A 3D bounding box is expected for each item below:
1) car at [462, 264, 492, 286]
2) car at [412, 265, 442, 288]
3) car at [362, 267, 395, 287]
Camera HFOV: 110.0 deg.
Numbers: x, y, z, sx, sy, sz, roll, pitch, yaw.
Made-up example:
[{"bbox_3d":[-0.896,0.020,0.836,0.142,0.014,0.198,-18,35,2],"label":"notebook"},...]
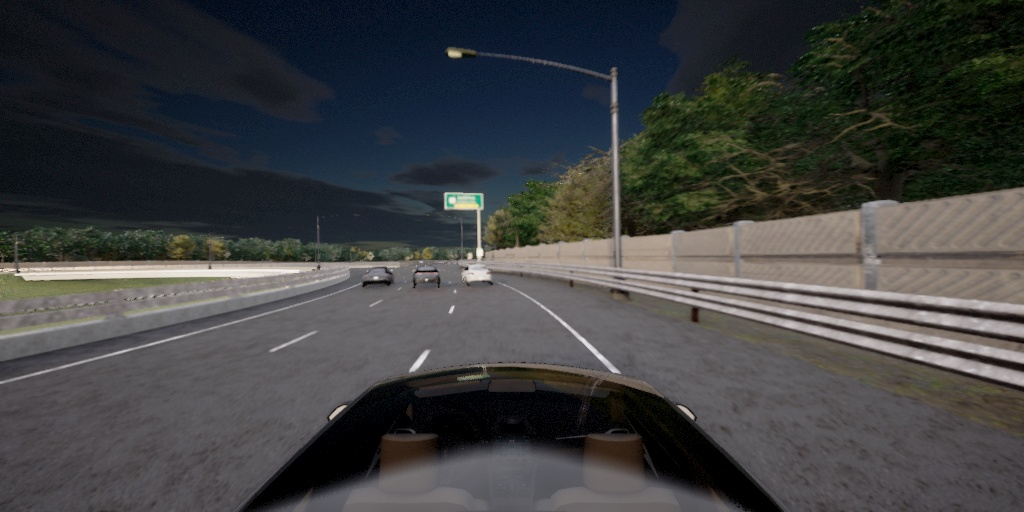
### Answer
[{"bbox_3d":[-2.607,1.333,26.176,1.812,1.442,4.674,-1,0,-13],"label":"car"},{"bbox_3d":[-6.067,1.367,25.624,2.128,1.511,4.902,-1,0,-13],"label":"car"},{"bbox_3d":[-9.981,1.518,27.042,1.994,1.385,4.181,-1,0,-14],"label":"car"}]
